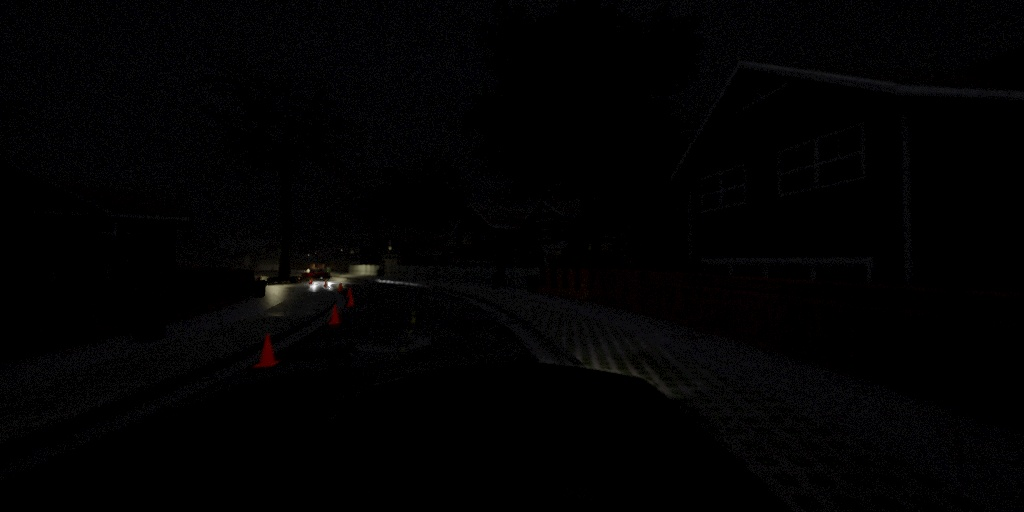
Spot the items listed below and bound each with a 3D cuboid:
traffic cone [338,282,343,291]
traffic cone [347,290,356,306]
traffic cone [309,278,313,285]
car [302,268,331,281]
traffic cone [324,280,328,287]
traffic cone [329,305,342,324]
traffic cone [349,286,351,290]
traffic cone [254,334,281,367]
[{"bbox_3d":[-11.662,2.086,24.381,0.340,0.580,0.340,0,0,-35],"label":"traffic cone"},{"bbox_3d":[-7.210,1.946,16.094,0.340,0.580,0.340,0,0,-22],"label":"traffic cone"},{"bbox_3d":[-17.849,2.237,31.910,0.340,0.580,0.340,0,0,-41],"label":"traffic cone"},{"bbox_3d":[-21.131,1.993,38.753,1.895,1.301,4.718,0,-1,-41],"label":"car"},{"bbox_3d":[-14.593,2.159,28.116,0.340,0.580,0.340,0,0,-41],"label":"traffic cone"},{"bbox_3d":[-5.729,1.882,11.621,0.340,0.580,0.340,0,0,-15],"label":"traffic cone"},{"bbox_3d":[-9.197,2.014,20.366,0.340,0.580,0.340,0,0,-28],"label":"traffic cone"},{"bbox_3d":[-4.772,1.822,7.008,0.340,0.580,0.340,0,0,-8],"label":"traffic cone"}]
